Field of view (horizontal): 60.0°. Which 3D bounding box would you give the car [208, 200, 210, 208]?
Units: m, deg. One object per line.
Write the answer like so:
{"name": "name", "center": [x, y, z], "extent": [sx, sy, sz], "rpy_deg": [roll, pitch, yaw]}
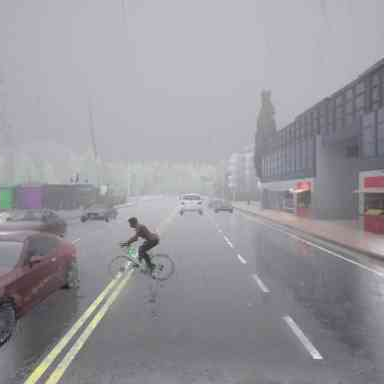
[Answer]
{"name": "car", "center": [3.299, 1.526, 46.806], "extent": [1.812, 1.442, 4.674], "rpy_deg": [0, 0, 0]}

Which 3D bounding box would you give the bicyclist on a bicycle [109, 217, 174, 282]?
{"name": "bicyclist on a bicycle", "center": [-1.292, 1.455, 8.360], "extent": [1.656, 1.620, 0.582], "rpy_deg": [-2, 0, -1]}

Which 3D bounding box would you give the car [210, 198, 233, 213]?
{"name": "car", "center": [3.380, 1.547, 36.629], "extent": [2.033, 1.411, 5.357], "rpy_deg": [0, 0, 0]}

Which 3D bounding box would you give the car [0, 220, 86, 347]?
{"name": "car", "center": [-3.637, 1.526, 6.383], "extent": [1.812, 1.442, 4.674], "rpy_deg": [0, 0, -1]}

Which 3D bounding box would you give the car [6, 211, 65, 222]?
{"name": "car", "center": [-7.201, 1.562, 14.998], "extent": [1.994, 1.385, 4.181], "rpy_deg": [0, 0, 0]}

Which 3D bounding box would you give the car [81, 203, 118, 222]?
{"name": "car", "center": [-7.149, 1.564, 25.947], "extent": [1.994, 1.385, 4.181], "rpy_deg": [0, 0, 0]}

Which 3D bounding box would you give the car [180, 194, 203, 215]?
{"name": "car", "center": [-0.082, 1.220, 33.917], "extent": [2.150, 2.045, 5.566], "rpy_deg": [0, 0, 0]}
